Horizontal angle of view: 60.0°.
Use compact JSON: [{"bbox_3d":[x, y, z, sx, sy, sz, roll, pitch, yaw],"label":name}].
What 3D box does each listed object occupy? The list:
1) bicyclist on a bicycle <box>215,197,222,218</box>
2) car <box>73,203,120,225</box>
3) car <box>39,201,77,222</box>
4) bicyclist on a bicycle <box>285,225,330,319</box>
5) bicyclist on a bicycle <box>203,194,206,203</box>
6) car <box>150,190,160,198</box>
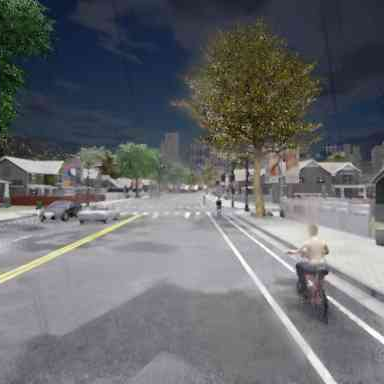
[{"bbox_3d":[2.255,1.289,28.010,0.659,1.776,1.843,0,0,0],"label":"bicyclist on a bicycle"},{"bbox_3d":[-6.556,1.531,23.854,1.895,1.301,4.718,0,0,0],"label":"car"},{"bbox_3d":[-9.795,1.419,25.201,2.128,1.511,4.902,0,0,1],"label":"car"},{"bbox_3d":[2.267,1.418,6.345,0.866,1.612,1.509,0,0,0],"label":"bicyclist on a bicycle"},{"bbox_3d":[2.261,1.252,60.074,0.582,1.620,1.656,0,0,0],"label":"bicyclist on a bicycle"},{"bbox_3d":[-9.734,0.519,87.430,2.150,2.045,5.566,0,0,0],"label":"car"}]
